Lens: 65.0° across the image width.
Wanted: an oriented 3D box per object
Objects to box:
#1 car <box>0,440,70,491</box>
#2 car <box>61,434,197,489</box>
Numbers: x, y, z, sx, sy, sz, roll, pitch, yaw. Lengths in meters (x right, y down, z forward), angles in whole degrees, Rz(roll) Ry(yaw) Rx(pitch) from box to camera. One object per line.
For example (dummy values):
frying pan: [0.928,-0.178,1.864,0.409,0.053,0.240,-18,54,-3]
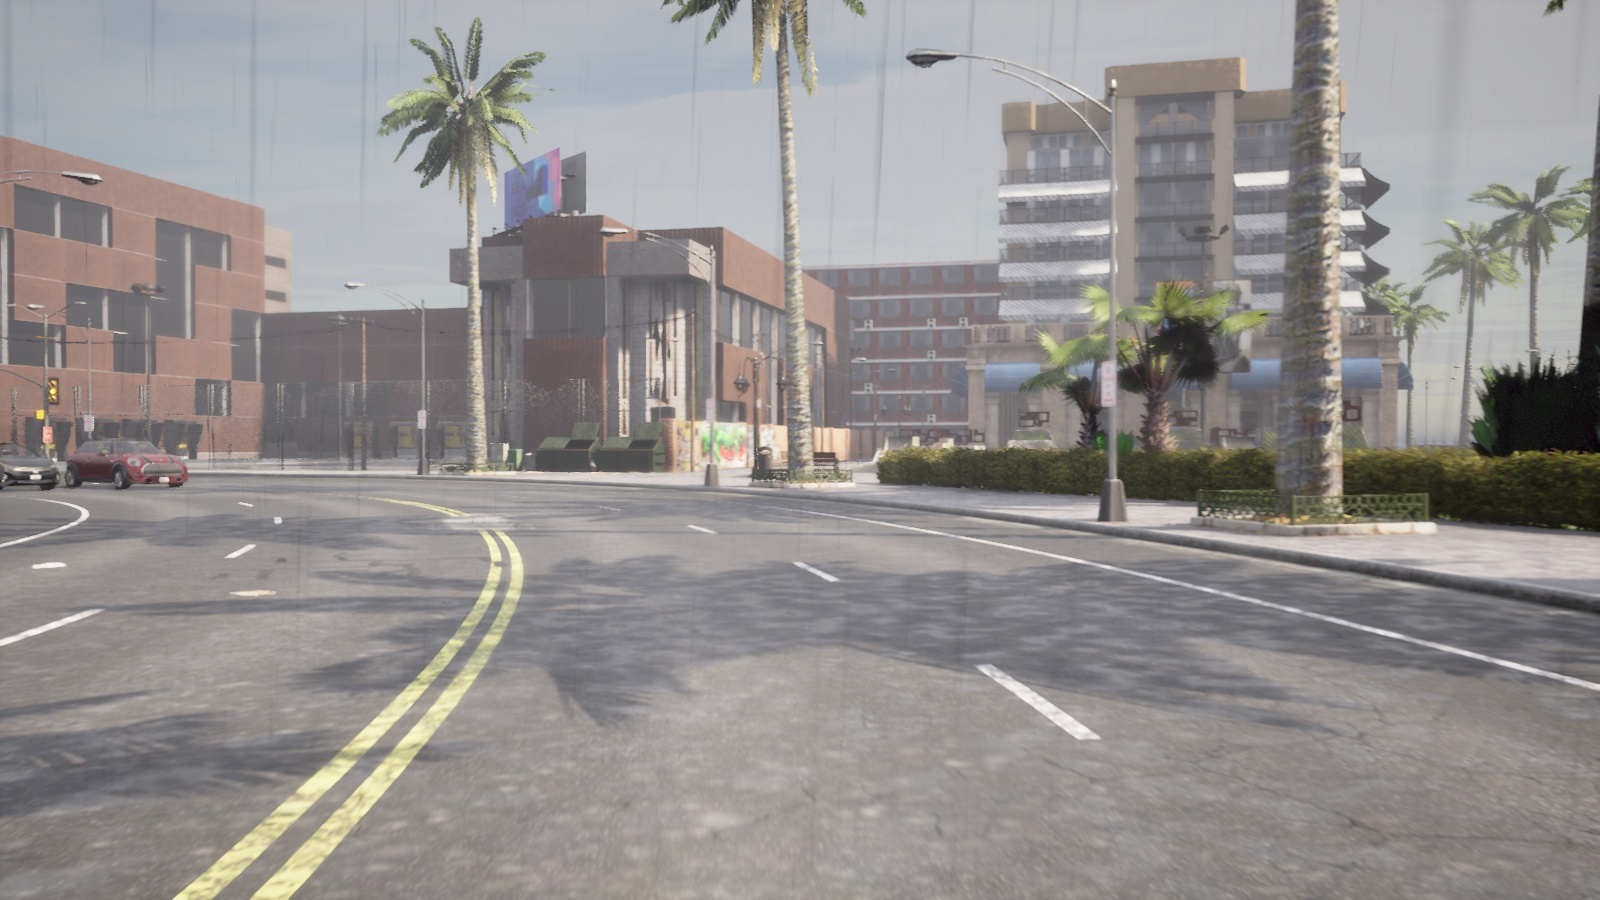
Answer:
car: [-25.510,0.457,39.997,4.514,1.525,2.007,0,0,32]
car: [-22.578,0.356,42.239,4.553,1.767,2.097,0,0,33]
